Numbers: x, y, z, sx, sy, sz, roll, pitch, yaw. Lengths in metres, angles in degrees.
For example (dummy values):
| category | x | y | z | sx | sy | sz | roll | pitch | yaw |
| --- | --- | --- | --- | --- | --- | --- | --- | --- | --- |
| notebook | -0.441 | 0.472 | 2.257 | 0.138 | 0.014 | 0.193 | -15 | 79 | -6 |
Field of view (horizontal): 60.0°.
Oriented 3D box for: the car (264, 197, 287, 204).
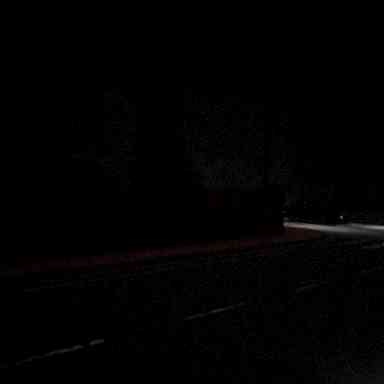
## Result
| category | x | y | z | sx | sy | sz | roll | pitch | yaw |
| --- | --- | --- | --- | --- | --- | --- | --- | --- | --- |
| car | 17.630 | 1.811 | 70.398 | 5.008 | 1.535 | 1.882 | 0 | 0 | -35 |

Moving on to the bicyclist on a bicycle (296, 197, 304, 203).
| category | x | y | z | sx | sy | sz | roll | pitch | yaw |
| --- | --- | --- | --- | --- | --- | --- | --- | --- | --- |
| bicyclist on a bicycle | 13.636 | 1.494 | 41.892 | 1.656 | 1.620 | 0.582 | 0 | 0 | -25 |

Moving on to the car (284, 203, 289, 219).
| category | x | y | z | sx | sy | sz | roll | pitch | yaw |
| --- | --- | --- | --- | --- | --- | --- | --- | --- | --- |
| car | 5.172 | 1.684 | 26.885 | 1.895 | 1.301 | 4.718 | 0 | 0 | -33 |

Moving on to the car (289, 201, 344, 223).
| category | x | y | z | sx | sy | sz | roll | pitch | yaw |
| --- | --- | --- | --- | --- | --- | --- | --- | --- | --- |
| car | 9.612 | 1.599 | 26.492 | 2.128 | 1.511 | 4.902 | 0 | 0 | -35 |

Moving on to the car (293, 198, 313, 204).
| category | x | y | z | sx | sy | sz | roll | pitch | yaw |
| --- | --- | --- | --- | --- | --- | --- | --- | --- | --- |
| car | 25.220 | 1.994 | 75.796 | 4.718 | 1.301 | 1.895 | 0 | 0 | -35 |
